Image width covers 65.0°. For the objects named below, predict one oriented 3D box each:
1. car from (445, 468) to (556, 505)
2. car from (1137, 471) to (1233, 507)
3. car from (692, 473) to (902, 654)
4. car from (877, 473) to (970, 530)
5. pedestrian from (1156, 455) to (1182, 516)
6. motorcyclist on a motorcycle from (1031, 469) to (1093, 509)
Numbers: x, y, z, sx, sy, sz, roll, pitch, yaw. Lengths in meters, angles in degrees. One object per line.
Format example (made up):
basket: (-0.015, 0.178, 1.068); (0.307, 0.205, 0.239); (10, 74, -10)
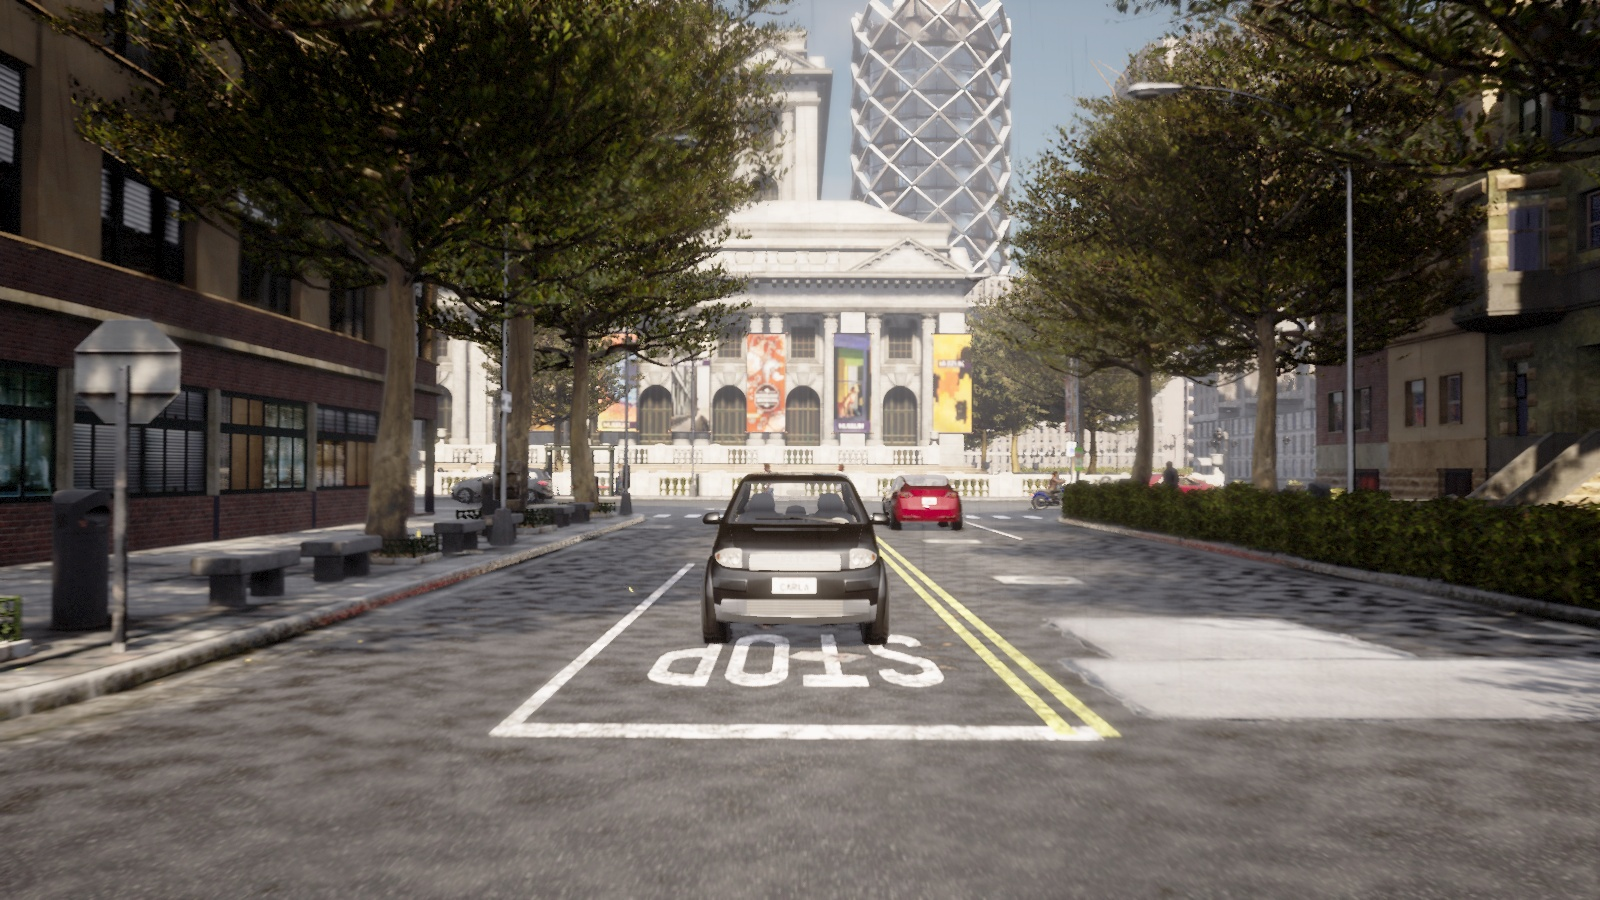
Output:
car: (-13.825, 1.692, 58.221); (4.611, 1.667, 2.242); (0, -1, 0)
car: (16.714, 1.679, 54.627); (3.633, 1.501, 1.845); (0, -1, 0)
car: (-0.032, 1.006, 12.614); (1.789, 1.549, 3.705); (0, -1, 0)
car: (3.411, 1.398, 35.570); (2.163, 1.488, 4.792); (0, -1, 0)
pedestrian: (11.326, 1.074, 38.587); (0.540, 1.848, 0.694); (0, -1, -6)
motorcyclist on a motorcycle: (10.676, 1.581, 51.147); (2.350, 1.649, 0.766); (0, -1, 0)
